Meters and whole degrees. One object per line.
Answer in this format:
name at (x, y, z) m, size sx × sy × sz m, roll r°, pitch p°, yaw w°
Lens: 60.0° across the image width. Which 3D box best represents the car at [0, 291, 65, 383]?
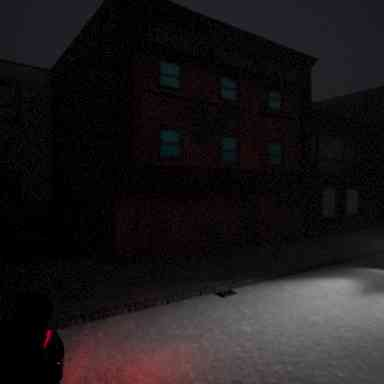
car at (-3.434, 1.510, 2.149) m, size 4.892 × 1.490 × 1.837 m, roll -1°, pitch 0°, yaw -35°
